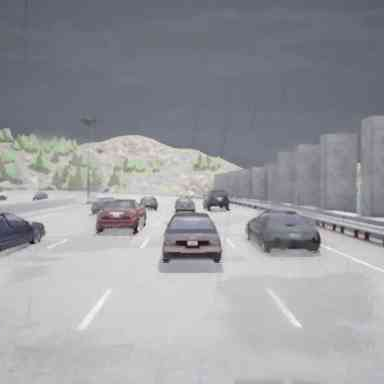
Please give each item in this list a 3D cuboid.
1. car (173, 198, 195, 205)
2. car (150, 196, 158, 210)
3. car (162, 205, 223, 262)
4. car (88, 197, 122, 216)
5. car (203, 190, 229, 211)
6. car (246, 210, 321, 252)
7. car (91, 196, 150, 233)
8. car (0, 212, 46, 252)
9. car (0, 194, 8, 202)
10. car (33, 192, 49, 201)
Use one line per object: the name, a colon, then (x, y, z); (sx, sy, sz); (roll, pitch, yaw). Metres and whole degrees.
car: (-0.699, 1.202, 29.994); (2.033, 1.411, 5.357); (0, 1, -4)
car: (-4.709, 1.150, 36.054); (1.994, 1.385, 4.181); (0, 1, -5)
car: (-0.043, 1.413, 11.584); (2.033, 1.411, 5.357); (0, 1, -1)
car: (-7.707, 1.203, 29.977); (2.033, 1.411, 5.357); (0, 1, -4)
car: (2.441, 0.822, 34.773); (2.150, 2.045, 5.566); (0, 1, -5)
car: (3.416, 1.412, 13.110); (1.994, 1.385, 4.181); (0, 1, -1)
car: (-3.726, 1.142, 18.236); (2.097, 1.767, 4.553); (0, 1, -2)
car: (-7.043, 1.414, 11.602); (2.033, 1.411, 5.357); (0, 1, -1)
car: (-32.768, 0.960, 56.194); (1.895, 1.301, 4.718); (0, 1, -13)
car: (-25.761, 0.857, 56.892); (1.837, 1.490, 4.892); (0, 0, -12)
